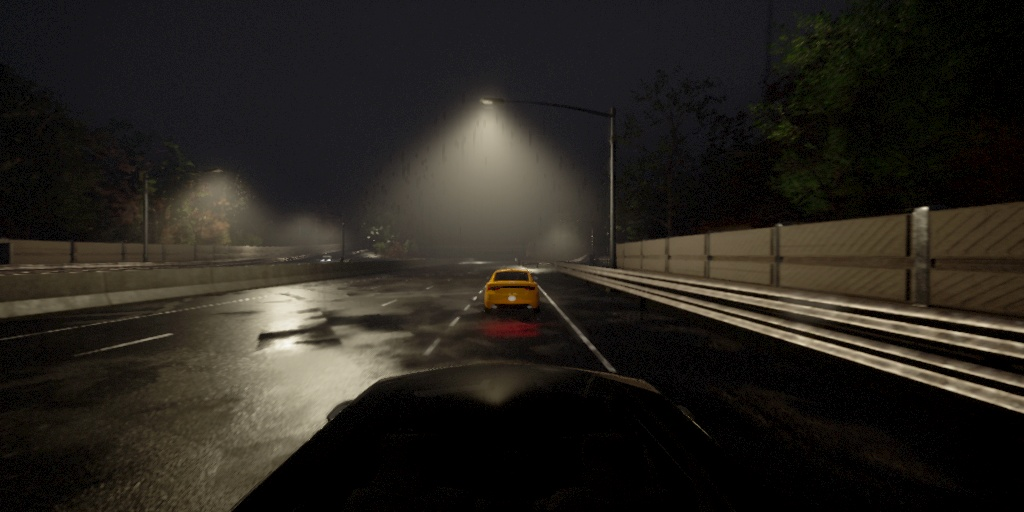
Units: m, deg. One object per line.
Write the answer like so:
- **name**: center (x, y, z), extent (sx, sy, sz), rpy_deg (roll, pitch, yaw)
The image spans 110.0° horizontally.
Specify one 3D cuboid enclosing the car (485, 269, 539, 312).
- **car**: center (0.001, 1.238, 14.201), extent (1.882, 1.535, 5.008), rpy_deg (0, 0, 0)
